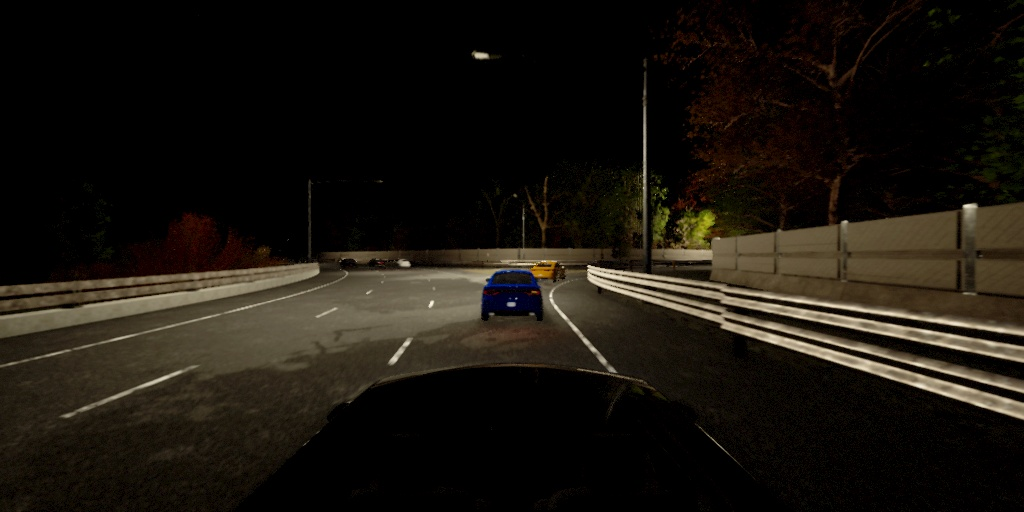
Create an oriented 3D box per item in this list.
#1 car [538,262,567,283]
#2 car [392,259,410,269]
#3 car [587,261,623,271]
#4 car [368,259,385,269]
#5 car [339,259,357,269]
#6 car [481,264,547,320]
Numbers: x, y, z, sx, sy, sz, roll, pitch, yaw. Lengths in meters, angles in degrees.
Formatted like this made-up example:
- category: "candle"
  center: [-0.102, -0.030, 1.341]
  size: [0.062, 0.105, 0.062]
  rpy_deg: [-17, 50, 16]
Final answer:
- category: "car"
  center: [2.933, 1.204, 28.002]
  size: [1.882, 1.535, 5.008]
  rpy_deg: [0, 0, 21]
- category: "car"
  center: [-17.443, 1.242, 56.586]
  size: [1.812, 1.442, 4.674]
  rpy_deg: [0, 0, -32]
- category: "car"
  center: [10.522, 1.259, 40.546]
  size: [2.033, 1.411, 5.357]
  rpy_deg: [0, 0, 44]
- category: "car"
  center: [-21.072, 1.211, 55.788]
  size: [2.128, 1.511, 4.902]
  rpy_deg: [0, 0, -32]
- category: "car"
  center: [-26.121, 1.199, 57.062]
  size: [1.882, 1.535, 5.008]
  rpy_deg: [0, 0, -34]
- category: "car"
  center: [0.061, 1.219, 12.649]
  size: [1.882, 1.535, 5.008]
  rpy_deg: [0, 0, 2]
